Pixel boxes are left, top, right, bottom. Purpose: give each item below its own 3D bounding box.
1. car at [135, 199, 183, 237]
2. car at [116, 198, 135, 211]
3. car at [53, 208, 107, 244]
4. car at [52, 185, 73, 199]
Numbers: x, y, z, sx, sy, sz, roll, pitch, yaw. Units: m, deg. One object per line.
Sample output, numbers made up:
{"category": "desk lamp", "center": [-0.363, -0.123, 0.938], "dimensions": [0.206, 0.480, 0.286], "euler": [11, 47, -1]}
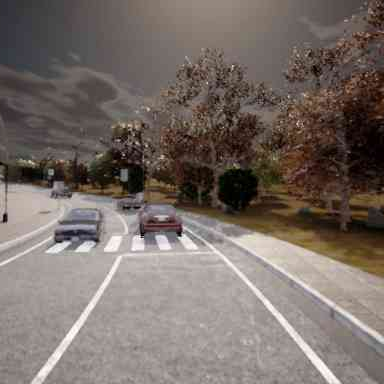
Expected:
{"category": "car", "center": [-1.824, 1.297, 17.980], "dimensions": [2.097, 1.767, 4.553], "euler": [0, 0, -10]}
{"category": "car", "center": [-6.748, 1.291, 34.965], "dimensions": [1.895, 1.301, 4.718], "euler": [1, 1, -22]}
{"category": "car", "center": [-5.110, 1.484, 15.879], "dimensions": [2.033, 1.411, 5.357], "euler": [0, 0, -10]}
{"category": "car", "center": [-20.934, -0.046, 53.473], "dimensions": [2.150, 2.045, 5.566], "euler": [2, 2, -35]}
